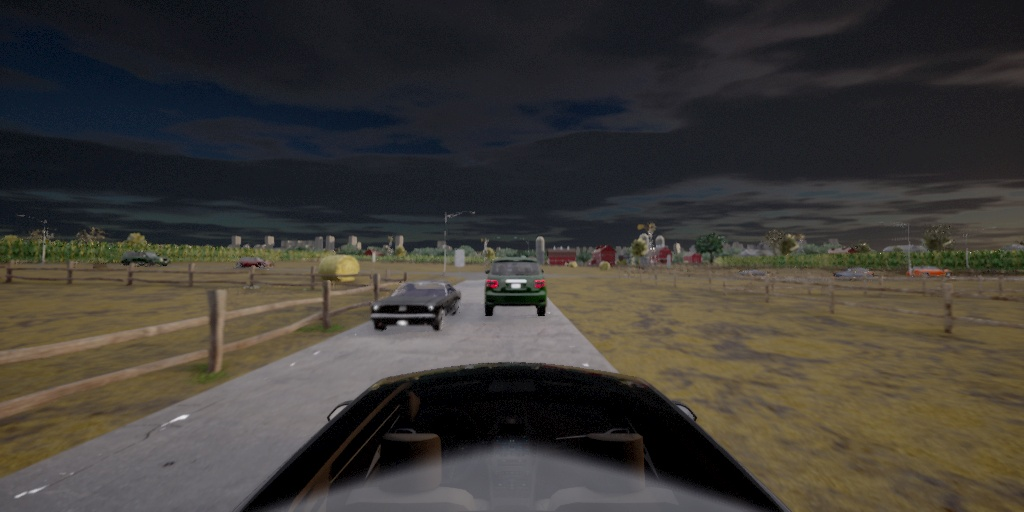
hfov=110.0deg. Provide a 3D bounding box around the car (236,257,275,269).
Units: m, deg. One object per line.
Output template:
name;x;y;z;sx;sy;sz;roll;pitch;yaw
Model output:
car;-35.597;0.923;49.974;4.553;1.767;2.097;1;-2;1

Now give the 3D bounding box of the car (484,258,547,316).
car;0.099;1.122;14.258;2.150;2.045;5.566;0;-1;-1

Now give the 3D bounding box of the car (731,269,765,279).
car;35.013;2.676;53.171;4.674;1.442;1.812;1;-2;1

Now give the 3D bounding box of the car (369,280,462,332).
car;-2.847;1.472;11.552;1.895;1.301;4.718;0;-1;0
